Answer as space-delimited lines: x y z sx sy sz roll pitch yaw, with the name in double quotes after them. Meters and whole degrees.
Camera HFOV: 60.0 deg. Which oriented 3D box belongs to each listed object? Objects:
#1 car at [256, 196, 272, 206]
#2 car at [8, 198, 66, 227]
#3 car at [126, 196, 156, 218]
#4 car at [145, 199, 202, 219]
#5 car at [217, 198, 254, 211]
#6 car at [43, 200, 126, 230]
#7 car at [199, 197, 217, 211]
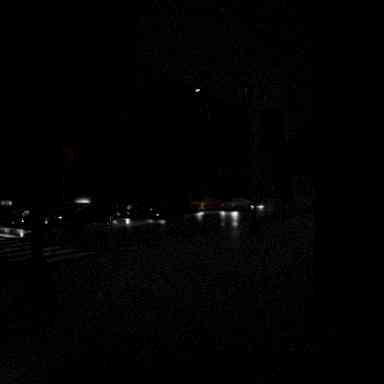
10.740 1.368 51.170 1.994 1.385 4.181 0 0 36 "car"
-9.763 1.305 22.371 2.097 1.767 4.553 0 0 35 "car"
-4.732 1.268 29.478 2.097 1.767 4.553 0 0 35 "car"
-1.494 1.507 28.429 1.895 1.301 4.718 0 0 35 "car"
5.083 1.383 37.705 1.812 1.442 4.674 0 0 35 "car"
-6.850 1.436 20.864 2.128 1.511 4.902 0 0 35 "car"
1.528 1.348 38.311 1.882 1.535 5.008 0 0 35 "car"
